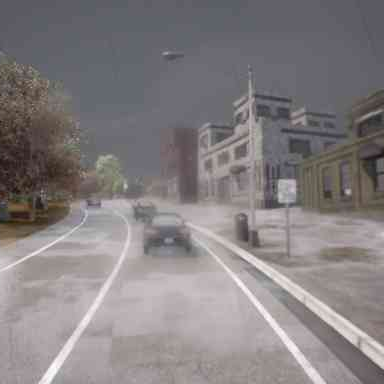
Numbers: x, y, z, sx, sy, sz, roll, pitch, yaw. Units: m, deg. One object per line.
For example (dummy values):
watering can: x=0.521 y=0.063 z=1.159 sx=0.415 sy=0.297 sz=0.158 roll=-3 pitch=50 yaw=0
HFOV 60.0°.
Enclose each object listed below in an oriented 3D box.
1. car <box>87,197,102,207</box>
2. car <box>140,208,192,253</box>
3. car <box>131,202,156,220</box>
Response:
car: x=-14.474 y=1.441 z=49.236 sx=2.128 sy=1.511 sz=4.902 roll=2 pitch=0 yaw=-20
car: x=-1.125 y=1.574 z=13.934 sx=1.812 sy=1.442 sz=4.674 roll=0 pitch=-1 yaw=-8
car: x=-4.121 y=1.594 z=28.753 sx=2.128 sy=1.511 sz=4.902 roll=1 pitch=0 yaw=-15
